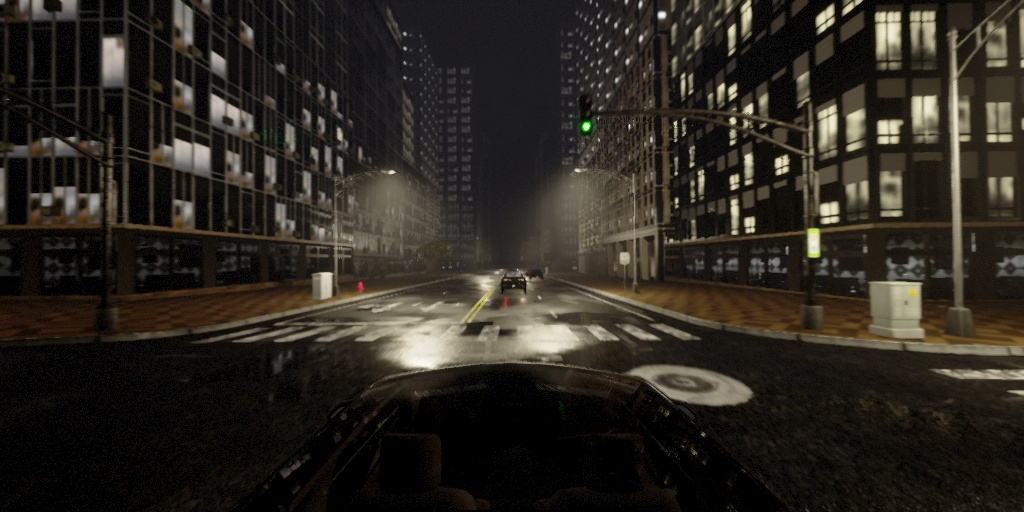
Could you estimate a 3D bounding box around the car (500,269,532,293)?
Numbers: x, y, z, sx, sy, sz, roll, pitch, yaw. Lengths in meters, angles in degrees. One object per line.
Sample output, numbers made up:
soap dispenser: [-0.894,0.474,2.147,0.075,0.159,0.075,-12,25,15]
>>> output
car: [0.119,1.885,26.611,2.128,1.511,4.902,-1,-2,0]

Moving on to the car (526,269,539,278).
car: [3.305,2.773,58.766,1.994,1.385,4.181,-1,-1,0]

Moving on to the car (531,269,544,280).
car: [3.293,2.462,49.119,1.837,1.490,4.892,-1,-2,0]
